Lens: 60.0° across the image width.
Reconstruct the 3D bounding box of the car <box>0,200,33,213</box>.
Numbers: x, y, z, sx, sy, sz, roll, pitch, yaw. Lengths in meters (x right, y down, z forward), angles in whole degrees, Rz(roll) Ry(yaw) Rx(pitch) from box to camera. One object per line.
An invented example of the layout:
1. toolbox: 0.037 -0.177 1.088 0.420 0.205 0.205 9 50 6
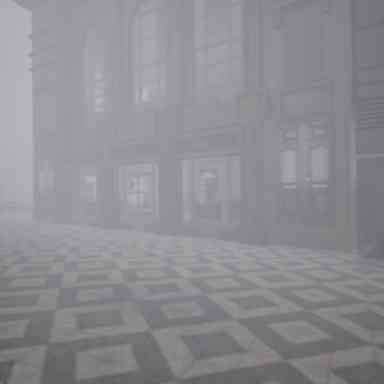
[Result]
1. car: -18.726 1.526 35.042 1.947 1.339 4.313 -1 -1 35
